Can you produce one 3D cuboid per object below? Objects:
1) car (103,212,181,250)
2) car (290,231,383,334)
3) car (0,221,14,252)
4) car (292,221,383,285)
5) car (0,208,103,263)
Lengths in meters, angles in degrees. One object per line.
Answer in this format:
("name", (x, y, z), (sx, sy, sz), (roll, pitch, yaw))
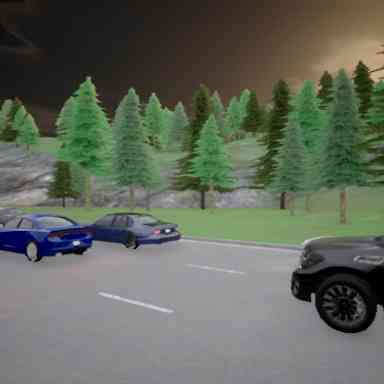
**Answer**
("car", (-3.011, 1.613, 14.718), (5.357, 1.411, 2.033), (0, 0, 35))
("car", (4.444, 1.219, 5.124), (5.566, 2.045, 2.150), (0, 0, 35))
("car", (-7.061, 1.572, 9.011), (4.892, 1.490, 1.837), (0, 0, 36))
("car", (5.301, 1.605, 8.809), (4.718, 1.301, 1.895), (0, 0, 36))
("car", (-5.839, 1.549, 12.433), (5.008, 1.535, 1.882), (0, 0, 35))
